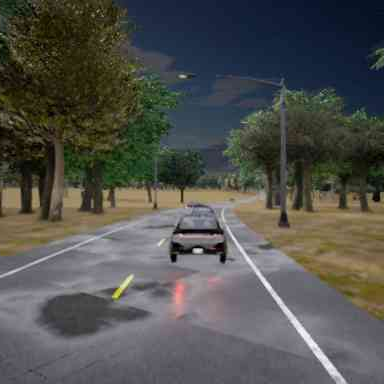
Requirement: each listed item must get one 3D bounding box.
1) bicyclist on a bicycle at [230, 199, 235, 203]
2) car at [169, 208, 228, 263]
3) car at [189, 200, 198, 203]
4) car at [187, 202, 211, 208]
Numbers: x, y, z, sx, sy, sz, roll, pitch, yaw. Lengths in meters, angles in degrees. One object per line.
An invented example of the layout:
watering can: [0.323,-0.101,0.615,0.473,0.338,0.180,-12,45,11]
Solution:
bicyclist on a bicycle: [10.766,2.489,91.807,0.659,1.776,1.843,0,-1,12]
car: [0.263,1.555,12.243,2.128,1.511,4.902,0,-1,2]
car: [0.429,2.155,58.361,1.994,1.385,4.181,0,-1,8]
car: [0.825,1.742,25.372,2.033,1.411,5.357,0,-1,4]
